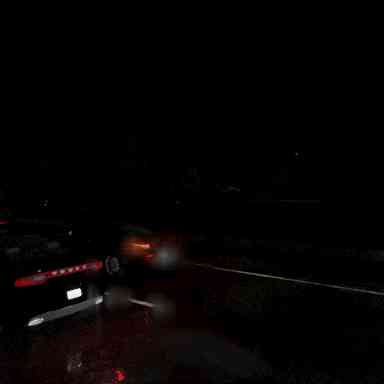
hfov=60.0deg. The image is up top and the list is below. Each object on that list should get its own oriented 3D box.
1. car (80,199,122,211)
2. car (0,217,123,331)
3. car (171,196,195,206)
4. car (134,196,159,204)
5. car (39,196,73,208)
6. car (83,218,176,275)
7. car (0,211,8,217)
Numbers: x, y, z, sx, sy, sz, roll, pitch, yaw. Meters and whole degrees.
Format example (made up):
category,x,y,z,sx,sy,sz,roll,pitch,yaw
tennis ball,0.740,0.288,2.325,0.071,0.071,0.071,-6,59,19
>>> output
category,x,y,z,sx,sy,sz,roll,pitch,yaw
car,-11.248,1.548,41.727,2.033,1.411,5.357,0,0,36
car,-3.898,1.478,6.760,5.008,1.535,1.882,0,0,35
car,-1.464,1.501,55.117,1.837,1.490,4.892,0,1,36
car,-8.491,1.547,63.261,2.033,1.411,5.357,0,0,37
car,-19.625,1.351,48.061,2.097,1.767,4.553,0,0,36
car,-2.607,1.526,10.129,4.674,1.442,1.812,0,0,35
car,-10.084,1.505,15.456,4.892,1.490,1.837,0,0,36
